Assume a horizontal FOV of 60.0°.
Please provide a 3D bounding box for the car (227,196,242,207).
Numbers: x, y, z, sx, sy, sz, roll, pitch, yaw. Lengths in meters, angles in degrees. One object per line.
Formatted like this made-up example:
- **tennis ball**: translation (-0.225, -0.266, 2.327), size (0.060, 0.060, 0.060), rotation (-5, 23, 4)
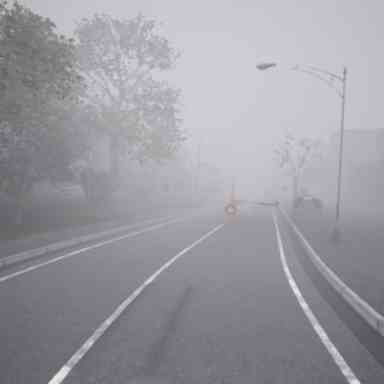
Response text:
- **car**: translation (6.397, 1.332, 49.311), size (1.812, 1.442, 4.674), rotation (2, 0, 12)

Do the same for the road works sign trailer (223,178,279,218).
- **road works sign trailer**: translation (4.141, 0.556, 23.363), size (3.560, 2.880, 2.380), rotation (5, -1, 4)
